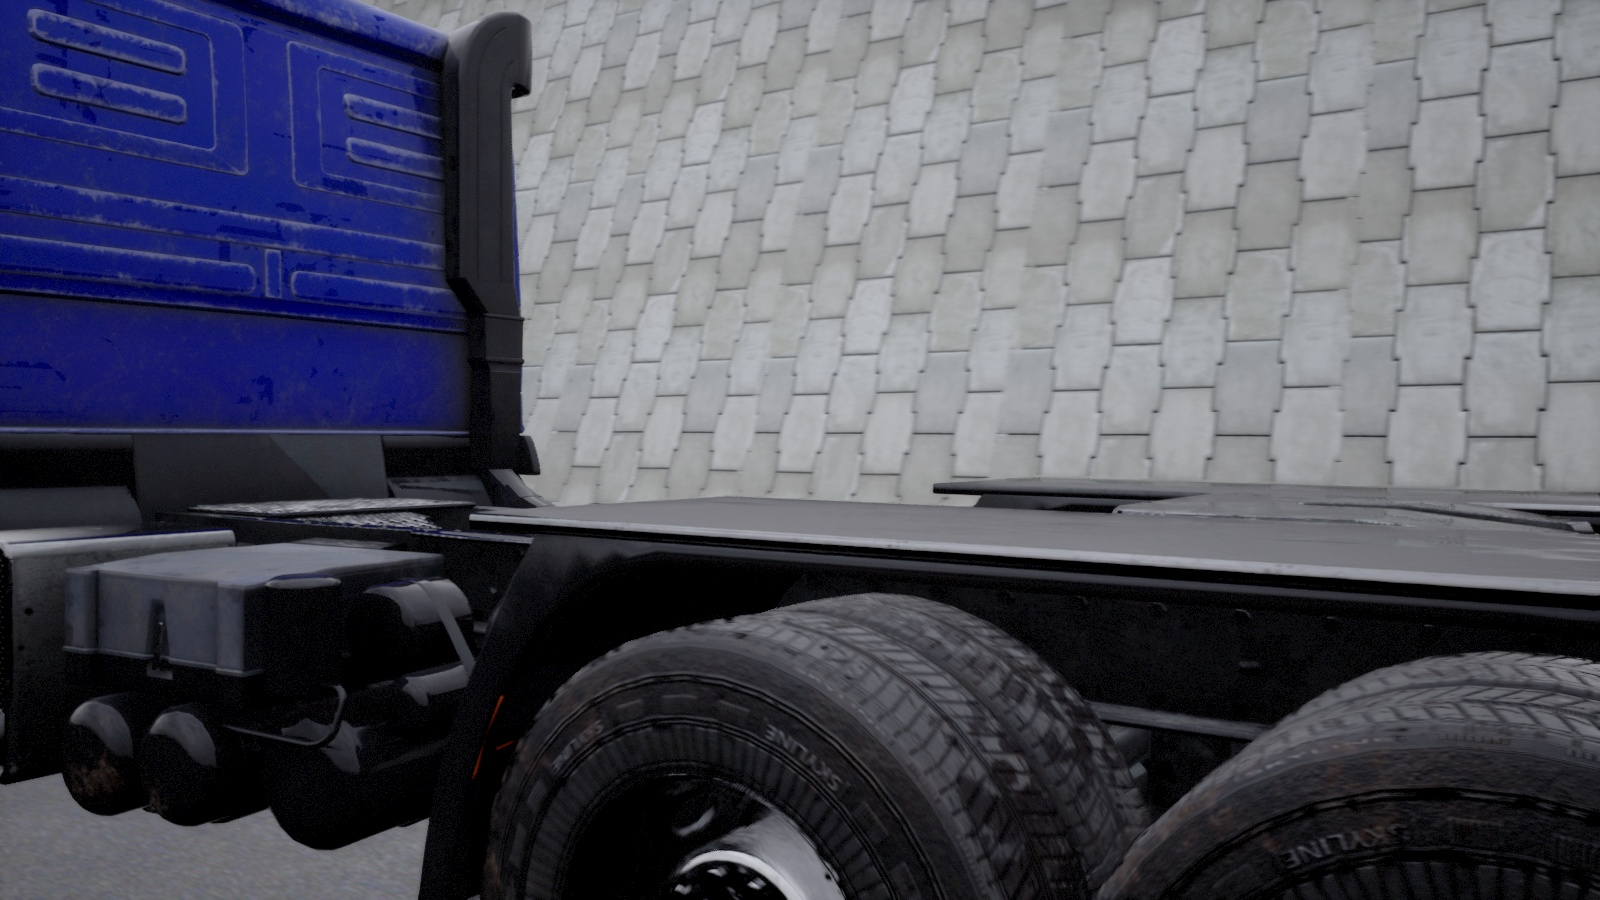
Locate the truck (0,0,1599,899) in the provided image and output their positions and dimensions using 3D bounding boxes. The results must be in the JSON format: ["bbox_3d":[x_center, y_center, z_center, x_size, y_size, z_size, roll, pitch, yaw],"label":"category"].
[{"bbox_3d":[-0.664,-0.300,4.046,7.936,3.462,2.891,0,1,34],"label":"truck"}]

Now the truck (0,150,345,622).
[{"bbox_3d":[-8.913,-0.540,13.733,8.468,3.827,2.891,0,1,34],"label":"truck"}]
